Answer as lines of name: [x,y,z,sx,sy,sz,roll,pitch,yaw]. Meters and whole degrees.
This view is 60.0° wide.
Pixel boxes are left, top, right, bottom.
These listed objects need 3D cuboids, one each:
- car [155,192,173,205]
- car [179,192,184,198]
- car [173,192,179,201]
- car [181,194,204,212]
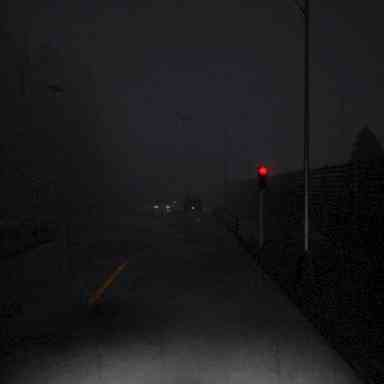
car: [-4.081,1.044,46.763,1.882,1.535,5.008,0,1,0]
car: [-3.785,0.747,80.748,4.892,1.490,1.837,0,1,40]
car: [-4.036,0.775,62.280,2.097,1.767,4.553,0,0,1]
car: [0.099,1.196,33.247,1.837,1.490,4.892,0,0,0]
